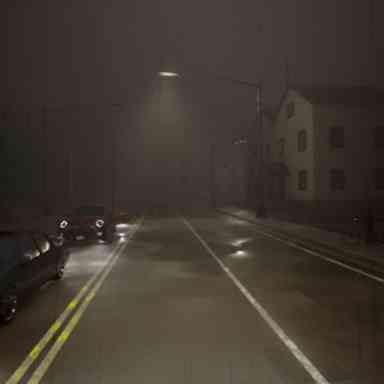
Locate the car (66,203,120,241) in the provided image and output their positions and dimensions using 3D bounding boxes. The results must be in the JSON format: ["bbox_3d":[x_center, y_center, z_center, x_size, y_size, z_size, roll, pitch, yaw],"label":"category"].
[{"bbox_3d":[-5.108,1.421,16.771,2.097,1.767,4.553,-1,0,-5],"label":"car"}]

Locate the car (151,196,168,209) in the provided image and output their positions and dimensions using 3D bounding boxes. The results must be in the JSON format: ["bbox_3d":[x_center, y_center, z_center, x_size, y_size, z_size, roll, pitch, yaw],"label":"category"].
[{"bbox_3d":[-4.662,1.390,47.488,2.097,1.767,4.553,-1,0,-12],"label":"car"}]

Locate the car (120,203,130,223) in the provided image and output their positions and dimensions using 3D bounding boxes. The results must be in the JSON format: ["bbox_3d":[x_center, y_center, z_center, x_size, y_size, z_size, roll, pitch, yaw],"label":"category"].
[{"bbox_3d":[-6.027,1.601,26.619,1.812,1.442,4.674,-1,0,-5],"label":"car"}]

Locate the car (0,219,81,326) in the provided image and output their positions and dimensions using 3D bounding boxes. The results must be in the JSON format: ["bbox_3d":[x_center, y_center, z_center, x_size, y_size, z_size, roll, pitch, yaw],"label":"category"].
[{"bbox_3d":[-4.208,1.611,7.349,2.033,1.411,5.357,-1,0,-5],"label":"car"}]

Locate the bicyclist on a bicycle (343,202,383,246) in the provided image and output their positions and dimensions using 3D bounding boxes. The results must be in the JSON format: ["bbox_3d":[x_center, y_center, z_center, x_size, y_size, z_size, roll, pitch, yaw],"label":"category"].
[{"bbox_3d":[6.351,1.185,12.277,1.656,1.620,0.582,-1,0,-5],"label":"bicyclist on a bicycle"}]
